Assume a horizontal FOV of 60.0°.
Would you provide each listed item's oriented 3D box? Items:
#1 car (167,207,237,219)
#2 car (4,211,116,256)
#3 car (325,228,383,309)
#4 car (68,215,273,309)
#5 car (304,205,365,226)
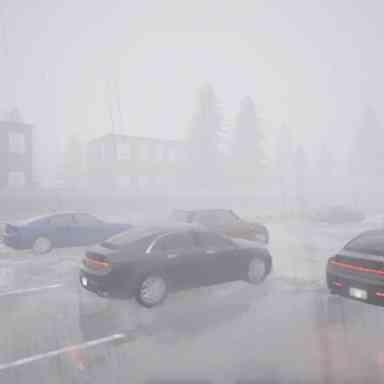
[{"bbox_3d":[0.937,1.382,13.022,4.553,1.767,2.097,0,0,-36],"label":"car"},{"bbox_3d":[-4.659,1.491,13.325,5.008,1.535,1.882,0,0,-36],"label":"car"},{"bbox_3d":[4.884,1.535,7.239,4.892,1.490,1.837,0,0,-36],"label":"car"},{"bbox_3d":[-0.138,1.521,7.952,4.892,1.490,1.837,0,0,-36],"label":"car"},{"bbox_3d":[10.349,1.630,24.051,5.357,1.411,2.033,0,0,-36],"label":"car"}]
